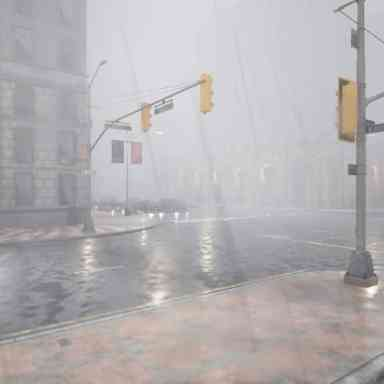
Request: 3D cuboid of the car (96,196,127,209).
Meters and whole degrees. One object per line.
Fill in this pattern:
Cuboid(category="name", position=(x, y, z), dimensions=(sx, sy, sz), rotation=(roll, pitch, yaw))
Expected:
Cuboid(category="car", position=(-10.962, 1.601, 45.318), dimensions=(1.895, 1.301, 4.718), rotation=(0, 0, -35))

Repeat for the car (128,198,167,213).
Cuboid(category="car", position=(-5.013, 1.564, 37.030), dimensions=(1.994, 1.385, 4.181), rotation=(0, 0, -36))

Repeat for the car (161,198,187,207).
Cuboid(category="car", position=(-2.969, 1.601, 52.544), dimensions=(1.895, 1.301, 4.718), rotation=(0, 0, -35))

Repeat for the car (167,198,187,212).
Cuboid(category="car", position=(-2.455, 1.505, 39.465), dimensions=(1.837, 1.490, 4.892), rotation=(0, 0, -36))

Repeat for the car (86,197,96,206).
Cuboid(category="car", position=(-16.976, 1.547, 53.857), dimensions=(2.033, 1.411, 5.357), rotation=(0, 0, -35))
